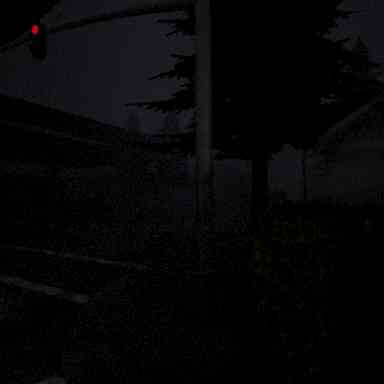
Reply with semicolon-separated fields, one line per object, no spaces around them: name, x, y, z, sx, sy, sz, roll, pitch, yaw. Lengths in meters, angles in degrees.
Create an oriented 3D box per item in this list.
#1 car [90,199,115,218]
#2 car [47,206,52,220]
car;-8.607;1.658;33.848;3.866;1.878;1.905;-1;-1;35
car;-15.411;1.881;31.714;4.611;1.667;2.242;-1;-1;35
